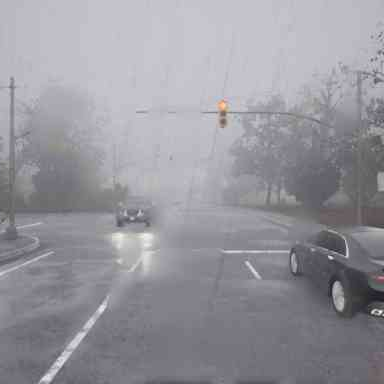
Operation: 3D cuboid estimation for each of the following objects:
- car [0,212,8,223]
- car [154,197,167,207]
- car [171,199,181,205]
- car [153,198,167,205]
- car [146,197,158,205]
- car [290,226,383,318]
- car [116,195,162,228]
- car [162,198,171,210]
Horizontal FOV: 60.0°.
[{"bbox_3d":[-15.479,1.698,23.021,4.718,1.301,1.895,-1,0,-3],"label":"car"},{"bbox_3d":[-5.862,1.800,61.372,2.097,1.767,4.553,0,-1,-9],"label":"car"},{"bbox_3d":[-4.386,2.514,83.152,1.895,1.301,4.718,0,-1,-22],"label":"car"},{"bbox_3d":[-8.073,2.299,82.979,2.097,1.767,4.553,0,-1,-25],"label":"car"},{"bbox_3d":[-9.210,2.146,75.967,2.097,1.767,4.553,0,-1,-16],"label":"car"},{"bbox_3d":[3.597,1.512,7.421,1.837,1.490,4.892,0,0,1],"label":"car"},{"bbox_3d":[-3.590,1.246,22.702,2.150,2.045,5.566,0,0,0],"label":"car"},{"bbox_3d":[-4.040,1.629,43.849,1.837,1.490,4.892,0,-1,-3],"label":"car"}]
